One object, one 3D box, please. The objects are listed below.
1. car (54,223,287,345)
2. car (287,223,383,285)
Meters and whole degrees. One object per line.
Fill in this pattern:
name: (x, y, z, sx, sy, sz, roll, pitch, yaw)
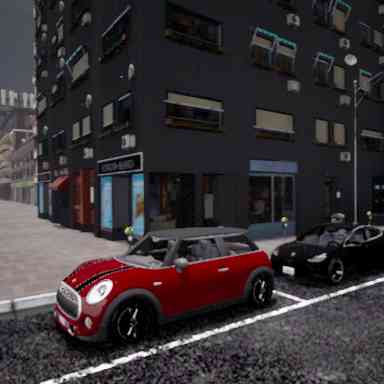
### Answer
car: (-0.385, 1.448, 6.302, 4.097, 1.590, 1.967, 0, -1, -36)
car: (4.173, 1.587, 9.556, 4.313, 1.339, 1.947, 0, -1, -36)
